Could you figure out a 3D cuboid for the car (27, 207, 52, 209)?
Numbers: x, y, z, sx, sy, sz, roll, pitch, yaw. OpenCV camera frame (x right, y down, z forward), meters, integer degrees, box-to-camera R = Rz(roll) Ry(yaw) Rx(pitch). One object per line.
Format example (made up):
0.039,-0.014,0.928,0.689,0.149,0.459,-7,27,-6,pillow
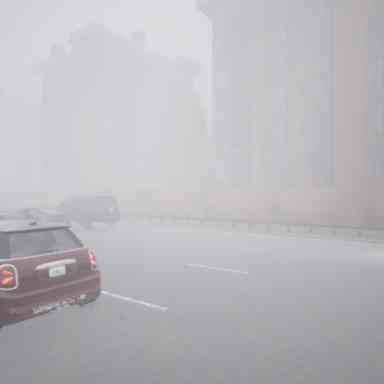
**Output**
-8.235,1.507,14.155,4.892,1.490,1.837,1,0,35,car

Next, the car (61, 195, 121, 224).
-7.129,1.221,21.963,5.566,2.045,2.150,0,0,35,car

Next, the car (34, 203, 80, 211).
-8.711,1.526,18.784,4.674,1.442,1.812,0,0,35,car

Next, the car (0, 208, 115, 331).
-3.982,1.352,6.826,4.553,1.767,2.097,0,0,36,car
